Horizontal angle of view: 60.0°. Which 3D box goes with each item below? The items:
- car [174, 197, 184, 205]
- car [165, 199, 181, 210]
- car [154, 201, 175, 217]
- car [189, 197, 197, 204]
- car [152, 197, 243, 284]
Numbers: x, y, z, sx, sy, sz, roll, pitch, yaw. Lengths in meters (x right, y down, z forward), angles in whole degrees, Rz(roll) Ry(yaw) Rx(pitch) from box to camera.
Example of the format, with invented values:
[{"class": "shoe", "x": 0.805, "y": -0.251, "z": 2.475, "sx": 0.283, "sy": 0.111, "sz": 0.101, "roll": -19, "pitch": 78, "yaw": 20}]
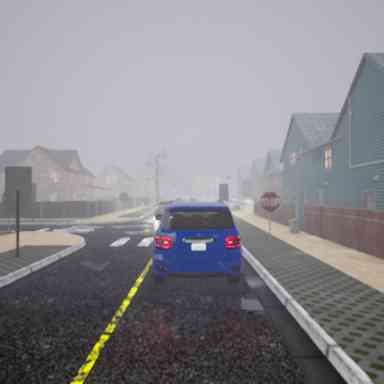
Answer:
[{"class": "car", "x": -2.599, "y": 1.832, "z": 66.716, "sx": 1.837, "sy": 1.490, "sz": 4.892, "roll": 0, "pitch": -1, "yaw": 1}, {"class": "car", "x": -2.704, "y": 1.779, "z": 48.405, "sx": 2.033, "sy": 1.411, "sz": 5.357, "roll": 0, "pitch": 0, "yaw": 0}, {"class": "car", "x": -2.755, "y": 1.688, "z": 34.373, "sx": 1.812, "sy": 1.442, "sz": 4.674, "roll": 0, "pitch": 0, "yaw": 0}, {"class": "car", "x": 0.237, "y": 1.877, "z": 71.709, "sx": 1.812, "sy": 1.442, "sz": 4.674, "roll": 0, "pitch": 0, "yaw": 0}, {"class": "car", "x": 0.065, "y": 1.270, "z": 9.855, "sx": 2.150, "sy": 2.045, "sz": 5.566, "roll": 0, "pitch": 0, "yaw": -2}]
